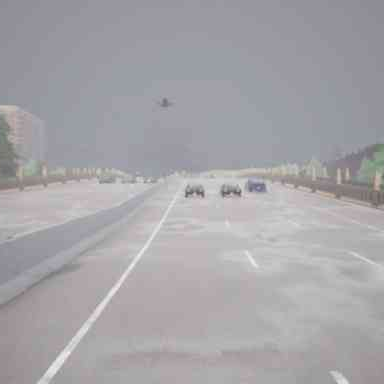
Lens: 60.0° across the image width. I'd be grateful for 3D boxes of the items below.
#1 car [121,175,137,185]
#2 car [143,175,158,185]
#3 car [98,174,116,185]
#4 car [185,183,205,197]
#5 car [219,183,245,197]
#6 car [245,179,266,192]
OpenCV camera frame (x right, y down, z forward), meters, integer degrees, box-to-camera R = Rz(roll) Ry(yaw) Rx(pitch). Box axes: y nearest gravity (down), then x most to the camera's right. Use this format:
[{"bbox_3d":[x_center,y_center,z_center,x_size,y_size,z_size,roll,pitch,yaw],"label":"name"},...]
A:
[{"bbox_3d":[-10.193,-2.023,53.930,1.812,1.442,4.674,0,5,1],"label":"car"},{"bbox_3d":[-6.693,-2.048,53.827,2.128,1.511,4.902,0,5,1],"label":"car"},{"bbox_3d":[-13.690,-2.040,53.817,1.837,1.490,4.892,0,5,1],"label":"car"},{"bbox_3d":[0.290,-0.279,33.576,1.895,1.301,4.718,0,5,1],"label":"car"},{"bbox_3d":[3.791,-0.278,33.588,1.895,1.301,4.718,0,5,1],"label":"car"},{"bbox_3d":[7.350,-0.833,38.912,1.882,1.535,5.008,0,5,1],"label":"car"}]
